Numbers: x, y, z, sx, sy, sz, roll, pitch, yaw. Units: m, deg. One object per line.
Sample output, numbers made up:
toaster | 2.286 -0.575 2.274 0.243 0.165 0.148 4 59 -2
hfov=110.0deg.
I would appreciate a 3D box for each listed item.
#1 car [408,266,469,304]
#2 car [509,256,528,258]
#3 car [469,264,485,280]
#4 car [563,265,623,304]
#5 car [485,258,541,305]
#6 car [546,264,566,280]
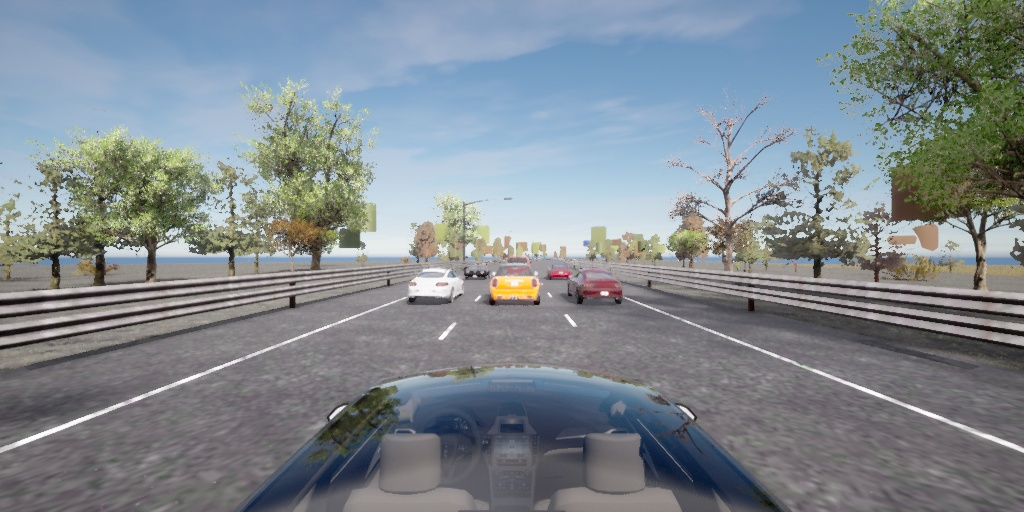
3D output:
car | -3.349 1.274 16.328 1.812 1.442 4.674 1 0 1
car | 0.564 1.016 31.183 2.150 2.045 5.566 0 0 2
car | -2.914 1.350 31.315 1.895 1.301 4.718 2 0 2
car | 3.639 1.286 16.193 1.812 1.442 4.674 0 0 1
car | 0.139 1.119 16.229 2.097 1.767 4.553 0 0 1
car | 4.060 1.330 31.020 1.994 1.385 4.181 0 0 2
